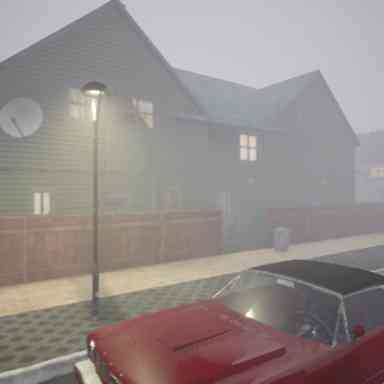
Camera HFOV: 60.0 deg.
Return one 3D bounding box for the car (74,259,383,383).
[{"bbox_3d":[1.188,1.601,3.918,4.718,1.301,1.895,0,0,-35],"label":"car"}]
